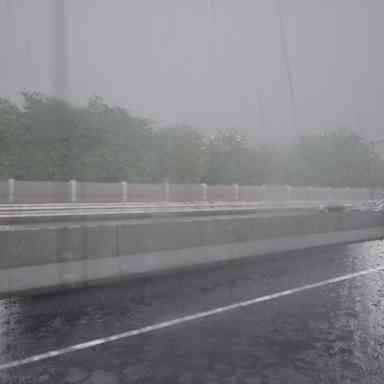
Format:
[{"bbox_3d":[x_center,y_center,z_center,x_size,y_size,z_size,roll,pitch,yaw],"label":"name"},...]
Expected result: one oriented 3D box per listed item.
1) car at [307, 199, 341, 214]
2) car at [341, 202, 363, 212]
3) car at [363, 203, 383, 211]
[{"bbox_3d":[14.239,1.530,35.258,4.553,1.767,2.097,0,0,-34],"label":"car"},{"bbox_3d":[17.153,1.750,33.008,4.181,1.385,1.994,0,0,-34],"label":"car"},{"bbox_3d":[17.202,1.775,28.817,4.718,1.301,1.895,0,0,-34],"label":"car"}]
